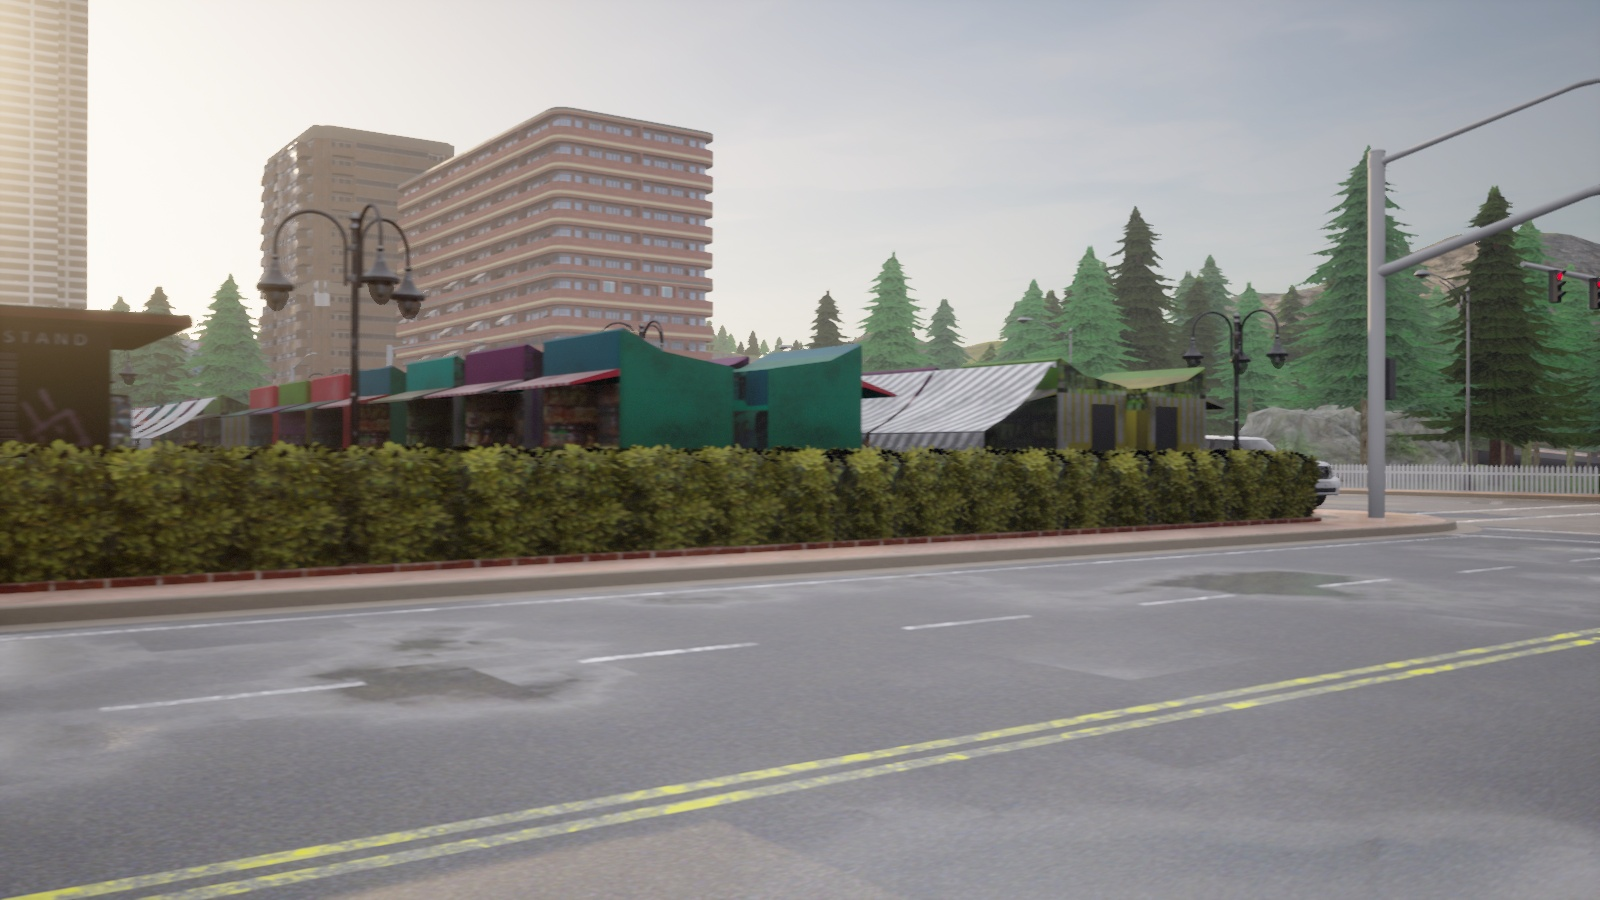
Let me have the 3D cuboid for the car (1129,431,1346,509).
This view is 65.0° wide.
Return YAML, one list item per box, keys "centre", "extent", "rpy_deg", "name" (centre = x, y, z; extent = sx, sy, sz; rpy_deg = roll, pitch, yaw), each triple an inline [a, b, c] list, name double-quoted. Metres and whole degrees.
- centre: [12.243, 0.525, 35.558]
  extent: [2.150, 2.045, 5.566]
  rpy_deg: [0, 0, -36]
  name: "car"
